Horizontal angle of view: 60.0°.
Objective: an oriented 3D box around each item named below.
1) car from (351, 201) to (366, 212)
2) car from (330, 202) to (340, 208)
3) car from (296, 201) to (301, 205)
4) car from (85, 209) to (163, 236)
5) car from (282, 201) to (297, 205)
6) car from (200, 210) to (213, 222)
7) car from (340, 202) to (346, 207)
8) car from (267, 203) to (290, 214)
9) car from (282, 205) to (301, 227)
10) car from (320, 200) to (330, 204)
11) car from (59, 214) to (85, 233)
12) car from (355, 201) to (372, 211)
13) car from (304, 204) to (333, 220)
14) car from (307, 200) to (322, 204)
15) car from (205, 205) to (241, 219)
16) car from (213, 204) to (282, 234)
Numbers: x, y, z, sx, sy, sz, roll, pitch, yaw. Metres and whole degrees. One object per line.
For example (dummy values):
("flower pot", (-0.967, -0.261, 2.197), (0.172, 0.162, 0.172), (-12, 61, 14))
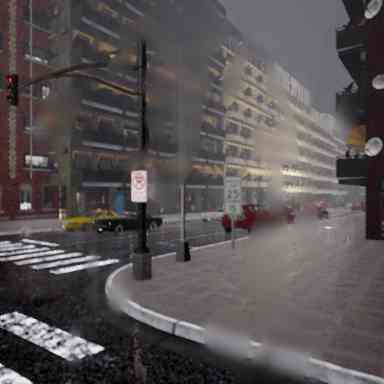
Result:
("car", (29.773, 2.512, 59.290), (2.192, 1.841, 5.009), (-1, -2, 35))
("car", (32.626, 3.048, 77.945), (1.887, 1.381, 4.507), (-1, -2, 35))
("car", (16.410, 2.322, 54.734), (2.192, 1.841, 5.009), (-1, -2, 35))
("car", (-4.007, 1.895, 20.945), (1.895, 1.301, 4.718), (0, -1, 35))
("car", (11.428, 2.272, 42.986), (2.128, 1.511, 4.902), (0, -1, 35))
("car", (2.732, 2.109, 30.593), (1.895, 1.301, 4.718), (0, -1, 35))
("car", (39.113, 3.263, 87.233), (1.947, 1.339, 4.313), (-1, -2, 35))
("car", (13.070, 2.428, 49.946), (1.752, 1.417, 4.829), (-1, -2, 35))
("car", (7.076, 2.034, 26.783), (1.887, 1.381, 4.507), (-1, -2, 35))
("car", (26.139, 2.622, 68.663), (2.192, 1.841, 5.009), (-1, -2, 35))
("car", (-6.386, 1.815, 22.086), (1.752, 1.417, 4.829), (-1, -2, 35))
("car", (33.017, 2.611, 63.934), (2.192, 1.841, 5.009), (-1, -2, 35))
("car", (13.561, 2.274, 36.068), (1.802, 1.307, 4.206), (-1, -2, 35))
("car", (22.898, 2.752, 64.016), (1.887, 1.381, 4.507), (-1, -2, 35))
("car", (3.440, 2.146, 36.155), (1.887, 1.381, 4.507), (-1, -2, 35))
("car", (3.831, 1.701, 22.146), (2.192, 1.841, 5.009), (-1, -2, 35))
